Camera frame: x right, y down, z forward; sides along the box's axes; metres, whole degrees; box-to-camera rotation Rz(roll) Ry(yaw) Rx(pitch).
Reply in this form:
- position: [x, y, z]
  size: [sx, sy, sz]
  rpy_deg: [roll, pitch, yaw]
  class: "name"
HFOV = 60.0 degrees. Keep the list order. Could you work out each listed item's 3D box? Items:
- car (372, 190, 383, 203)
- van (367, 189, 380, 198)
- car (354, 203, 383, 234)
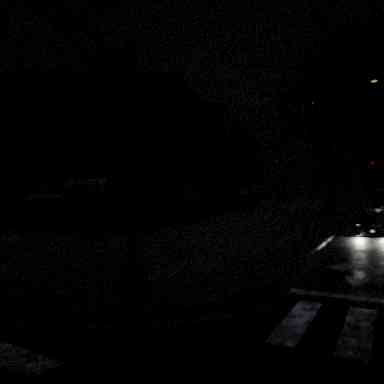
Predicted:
- position: [23.664, 0.929, 40.748]
  size: [2.033, 1.411, 5.357]
  rpy_deg: [-2, 1, 32]
  class: "car"
- position: [34.527, 0.326, 63.733]
  size: [1.690, 1.788, 3.998]
  rpy_deg: [0, 1, 31]
  class: "van"
- position: [10.814, 1.628, 19.715]
  size: [2.033, 1.411, 5.357]
  rpy_deg: [-2, 0, 31]
  class: "car"
